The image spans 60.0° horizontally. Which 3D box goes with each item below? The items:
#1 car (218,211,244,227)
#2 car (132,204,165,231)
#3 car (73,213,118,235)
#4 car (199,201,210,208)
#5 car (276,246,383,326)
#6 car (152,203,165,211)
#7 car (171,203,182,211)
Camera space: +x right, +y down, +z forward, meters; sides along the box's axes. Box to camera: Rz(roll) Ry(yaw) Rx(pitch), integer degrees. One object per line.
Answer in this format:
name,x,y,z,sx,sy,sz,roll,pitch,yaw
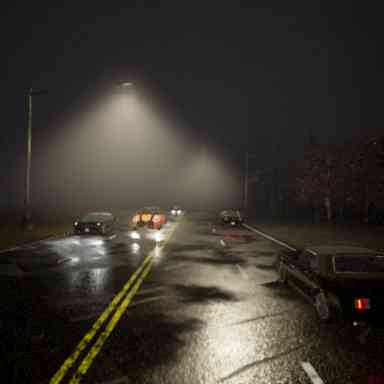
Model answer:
car,3.456,2.379,30.213,1.895,1.301,4.718,2,-1,0
car,-3.267,1.977,25.755,2.097,1.767,4.553,1,-1,0
car,-6.538,2.118,22.944,1.895,1.301,4.718,1,-1,0
car,3.473,3.280,85.040,2.097,1.767,4.553,1,-2,0
car,3.382,1.910,7.725,1.895,1.301,4.718,0,-1,0
car,-6.355,2.948,64.143,1.994,1.385,4.181,1,-1,1
car,-3.084,2.993,66.651,2.128,1.511,4.902,1,-1,0
